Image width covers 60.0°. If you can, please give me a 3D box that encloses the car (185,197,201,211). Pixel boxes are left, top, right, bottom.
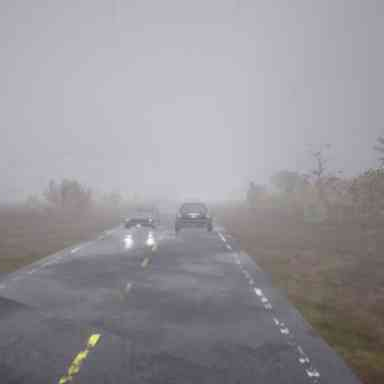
[{"bbox_3d":[0.099,1.473,42.728,1.882,1.535,5.008,0,0,0],"label":"car"}]

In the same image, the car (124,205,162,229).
[{"bbox_3d":[-3.036,1.546,21.685,2.033,1.411,5.357,0,0,0],"label":"car"}]

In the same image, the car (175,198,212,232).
[{"bbox_3d":[0.099,1.350,20.342,2.097,1.767,4.553,0,0,0],"label":"car"}]
